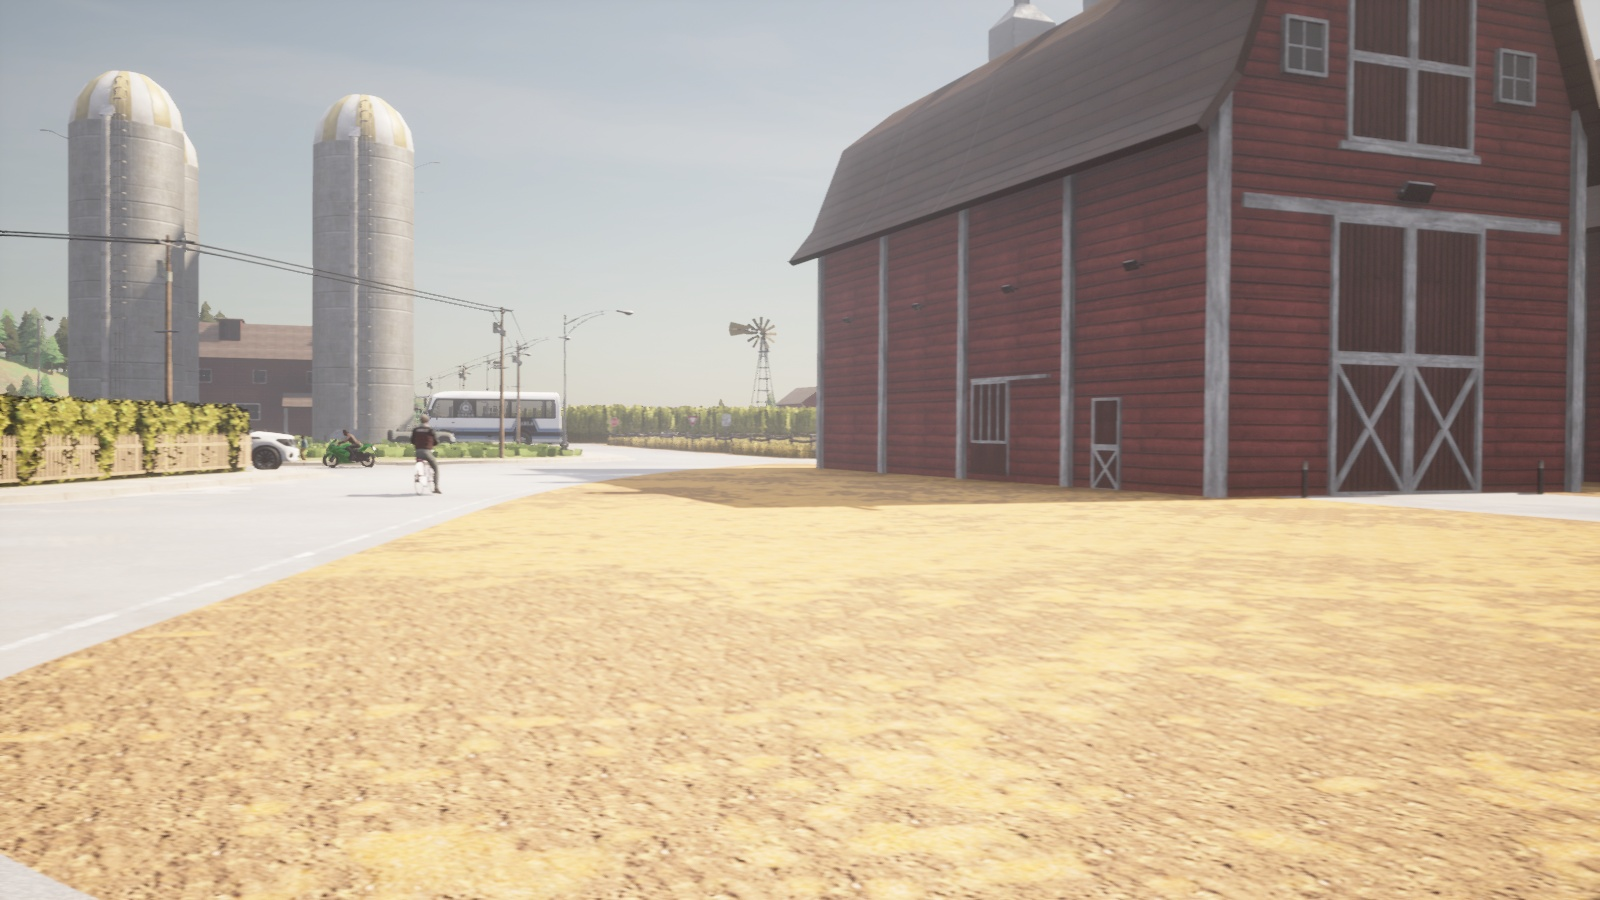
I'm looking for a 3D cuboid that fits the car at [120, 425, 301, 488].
[{"bbox_3d":[-20.632,0.186,44.257,5.566,2.045,2.150,-1,1,-19],"label":"car"}]

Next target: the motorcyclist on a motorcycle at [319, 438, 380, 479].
[{"bbox_3d":[-17.459,0.325,48.672,2.044,1.523,0.797,-1,2,-4],"label":"motorcyclist on a motorcycle"}]

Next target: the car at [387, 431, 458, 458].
[{"bbox_3d":[-26.718,-0.392,88.890,4.605,1.855,1.932,-1,1,-22],"label":"car"}]

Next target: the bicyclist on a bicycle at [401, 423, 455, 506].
[{"bbox_3d":[-8.194,0.299,27.741,0.659,1.776,1.843,-1,1,-1],"label":"bicyclist on a bicycle"}]

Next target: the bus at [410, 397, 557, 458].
[{"bbox_3d":[-23.366,-1.701,92.974,10.273,4.253,3.944,-1,1,-15],"label":"bus"}]
